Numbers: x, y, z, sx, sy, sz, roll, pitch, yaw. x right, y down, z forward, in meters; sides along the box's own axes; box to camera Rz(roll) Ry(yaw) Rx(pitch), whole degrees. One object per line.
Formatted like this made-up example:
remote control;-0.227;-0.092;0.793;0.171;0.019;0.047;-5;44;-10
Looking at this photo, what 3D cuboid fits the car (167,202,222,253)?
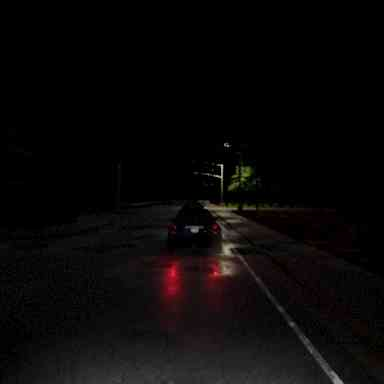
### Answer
car;0.100;1.481;14.545;2.097;1.767;4.553;0;-1;0
